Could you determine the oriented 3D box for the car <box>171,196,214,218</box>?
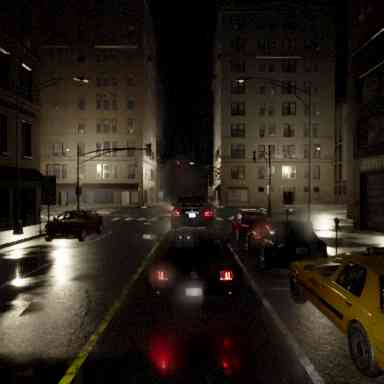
[{"bbox_3d":[0.012,1.215,18.494,2.150,2.045,5.566,0,0,0],"label":"car"}]

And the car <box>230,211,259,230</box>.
[{"bbox_3d":[2.880,1.577,16.332,1.802,1.307,4.206,-1,0,0],"label":"car"}]

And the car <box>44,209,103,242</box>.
[{"bbox_3d":[-5.666,1.539,16.338,1.887,1.381,4.507,-1,0,0],"label":"car"}]

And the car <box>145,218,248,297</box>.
[{"bbox_3d":[0.052,1.598,8.502,1.895,1.301,4.718,0,0,0],"label":"car"}]

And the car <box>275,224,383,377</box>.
[{"bbox_3d":[2.868,1.524,5.330,1.752,1.417,4.829,-1,0,0],"label":"car"}]

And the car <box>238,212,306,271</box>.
[{"bbox_3d":[2.874,1.563,10.747,1.947,1.339,4.313,-1,0,0],"label":"car"}]
